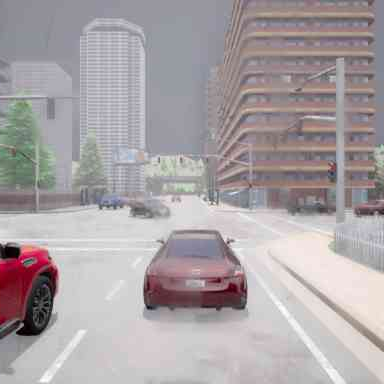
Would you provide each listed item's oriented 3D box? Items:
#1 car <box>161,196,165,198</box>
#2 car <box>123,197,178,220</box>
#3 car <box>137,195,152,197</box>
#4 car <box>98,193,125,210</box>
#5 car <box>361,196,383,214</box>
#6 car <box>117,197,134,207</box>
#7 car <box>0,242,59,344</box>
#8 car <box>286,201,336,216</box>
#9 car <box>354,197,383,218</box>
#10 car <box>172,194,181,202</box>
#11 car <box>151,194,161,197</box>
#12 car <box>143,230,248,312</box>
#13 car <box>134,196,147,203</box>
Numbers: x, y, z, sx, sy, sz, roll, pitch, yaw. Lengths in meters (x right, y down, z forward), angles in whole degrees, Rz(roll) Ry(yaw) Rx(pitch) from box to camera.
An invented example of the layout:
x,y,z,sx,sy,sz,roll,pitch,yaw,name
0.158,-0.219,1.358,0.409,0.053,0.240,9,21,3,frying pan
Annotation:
x,y,z,sx,sy,sz,roll,pitch,yaw,name
-7.110,1.523,74.497,1.812,1.442,4.674,0,0,0,car
-3.673,1.472,28.338,2.128,1.511,4.902,-1,0,-36,car
-7.151,1.526,46.943,1.812,1.442,4.674,0,0,-2,car
-10.641,1.221,44.086,2.150,2.045,5.566,0,0,2,car
19.815,1.296,34.249,4.553,1.767,2.097,0,0,-27,car
-10.669,1.526,53.845,1.812,1.442,4.674,0,0,0,car
-3.437,1.221,3.539,2.150,2.045,5.566,0,0,0,car
11.376,1.545,31.393,4.718,1.301,1.895,0,0,-13,car
16.535,1.422,29.129,5.008,1.535,1.882,0,0,-20,car
-3.615,1.355,77.729,2.097,1.767,4.553,0,0,0,car
-7.164,1.525,59.234,1.812,1.442,4.674,0,0,0,car
0.081,1.564,7.819,1.994,1.385,4.181,0,0,1,car
-10.603,1.506,68.471,1.837,1.490,4.892,0,0,0,car
